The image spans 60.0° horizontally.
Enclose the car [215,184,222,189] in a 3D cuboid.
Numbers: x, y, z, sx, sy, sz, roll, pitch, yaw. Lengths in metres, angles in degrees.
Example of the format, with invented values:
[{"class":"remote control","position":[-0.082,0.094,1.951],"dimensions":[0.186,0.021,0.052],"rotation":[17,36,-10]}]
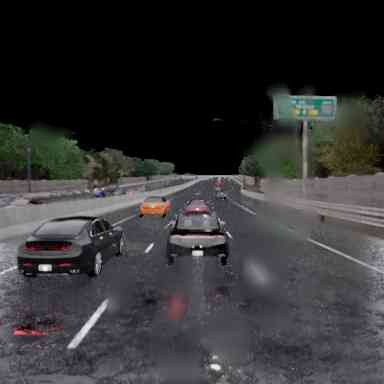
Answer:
[{"class":"car","position":[7.311,-0.769,93.149],"dimensions":[1.994,1.385,4.181],"rotation":[0,3,5]}]

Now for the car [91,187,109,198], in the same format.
[{"class":"car","position":[-19.012,0.304,67.660],"dimensions":[1.882,1.535,5.008],"rotation":[0,2,3]}]

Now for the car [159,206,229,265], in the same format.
[{"class":"car","position":[0.181,1.452,11.565],"dimensions":[2.128,1.511,4.902],"rotation":[0,0,1]}]

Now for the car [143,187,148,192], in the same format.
[{"class":"car","position":[-11.406,-0.431,77.235],"dimensions":[1.837,1.490,4.892],"rotation":[0,2,4]}]

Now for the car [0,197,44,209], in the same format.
[{"class":"car","position":[-13.744,1.310,27.152],"dimensions":[1.812,1.442,4.674],"rotation":[0,1,1]}]

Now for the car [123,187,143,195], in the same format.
[{"class":"car","position":[-11.998,0.173,67.703],"dimensions":[2.097,1.767,4.553],"rotation":[0,2,3]}]

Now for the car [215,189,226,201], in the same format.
[{"class":"car","position":[4.946,0.620,57.265],"dimensions":[2.033,1.411,5.357],"rotation":[0,1,3]}]

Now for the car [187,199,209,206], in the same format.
[{"class":"car","position":[0.506,1.321,29.139],"dimensions":[1.994,1.385,4.181],"rotation":[0,1,1]}]

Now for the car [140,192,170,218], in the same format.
[{"class":"car","position":[-3.020,1.125,28.111],"dimensions":[2.097,1.767,4.553],"rotation":[0,1,1]}]

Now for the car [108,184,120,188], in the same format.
[{"class":"car","position":[-18.394,-0.712,77.656],"dimensions":[2.150,2.045,5.566],"rotation":[0,2,4]}]

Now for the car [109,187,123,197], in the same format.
[{"class":"car","position":[-15.343,0.249,70.422],"dimensions":[2.128,1.511,4.902],"rotation":[0,2,3]}]

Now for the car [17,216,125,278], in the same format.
[{"class":"car","position":[-3.334,1.473,10.027],"dimensions":[1.837,1.490,4.892],"rotation":[0,0,1]}]
